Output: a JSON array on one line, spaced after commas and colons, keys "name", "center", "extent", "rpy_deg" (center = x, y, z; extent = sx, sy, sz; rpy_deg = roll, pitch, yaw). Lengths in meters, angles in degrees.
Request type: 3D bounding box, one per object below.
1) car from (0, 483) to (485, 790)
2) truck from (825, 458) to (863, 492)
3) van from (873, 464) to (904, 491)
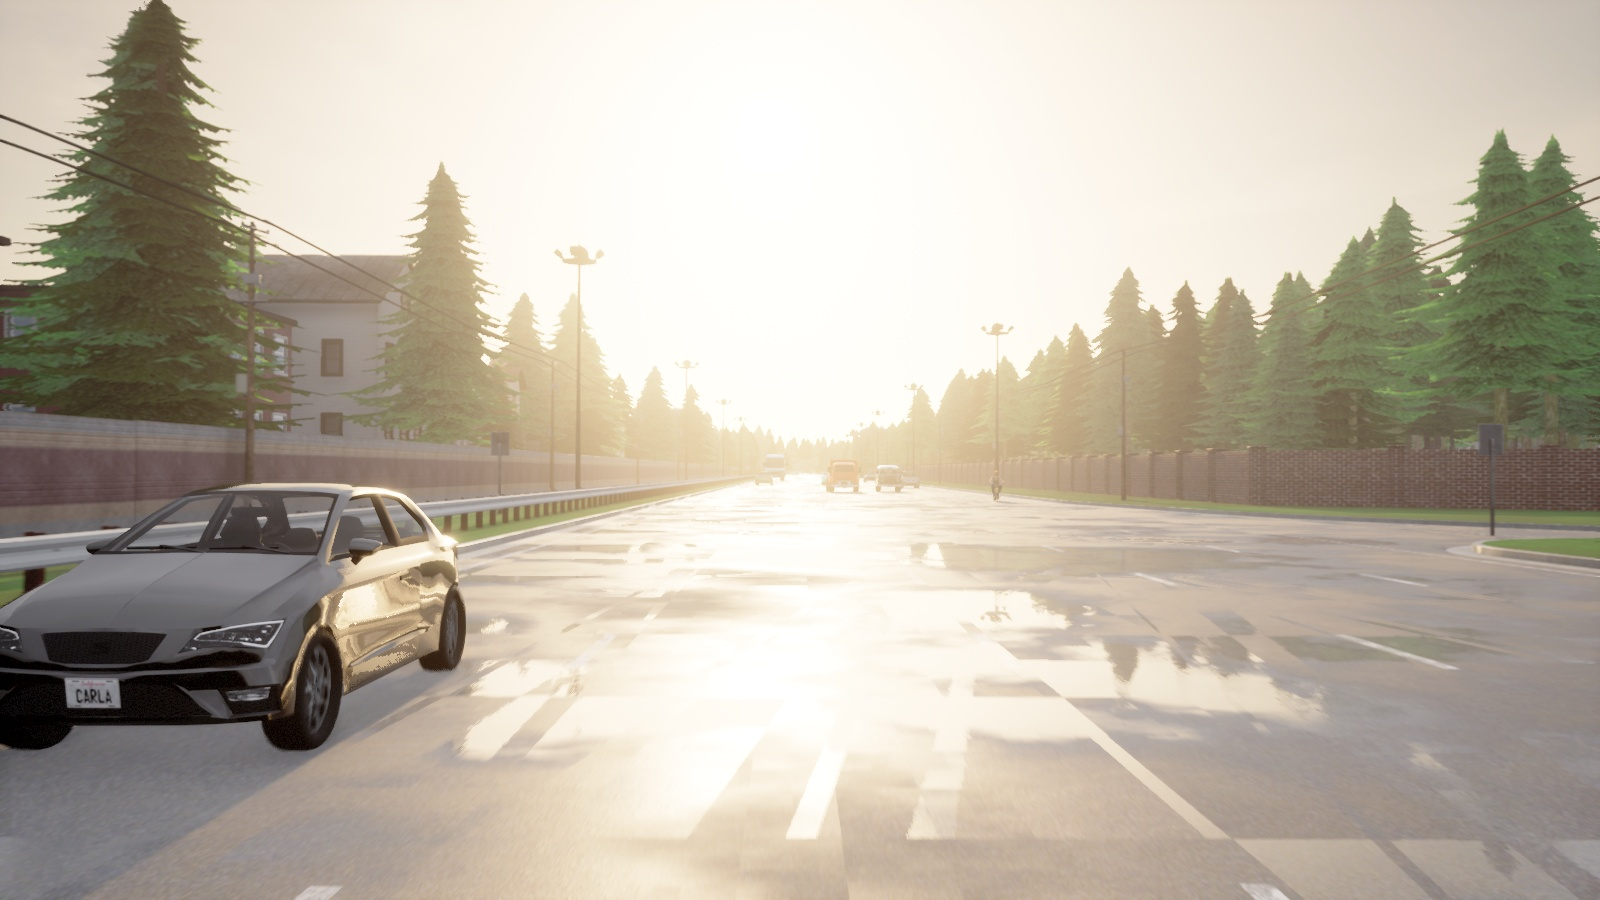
[{"name": "car", "center": [-3.521, 0.982, 8.340], "extent": [1.816, 1.474, 4.193], "rpy_deg": [0, -1, 0]}, {"name": "truck", "center": [3.264, 1.899, 94.720], "extent": [2.627, 2.467, 5.204], "rpy_deg": [0, -1, 0]}, {"name": "van", "center": [6.761, 2.122, 96.311], "extent": [2.069, 2.038, 4.480], "rpy_deg": [0, -1, 0]}]
